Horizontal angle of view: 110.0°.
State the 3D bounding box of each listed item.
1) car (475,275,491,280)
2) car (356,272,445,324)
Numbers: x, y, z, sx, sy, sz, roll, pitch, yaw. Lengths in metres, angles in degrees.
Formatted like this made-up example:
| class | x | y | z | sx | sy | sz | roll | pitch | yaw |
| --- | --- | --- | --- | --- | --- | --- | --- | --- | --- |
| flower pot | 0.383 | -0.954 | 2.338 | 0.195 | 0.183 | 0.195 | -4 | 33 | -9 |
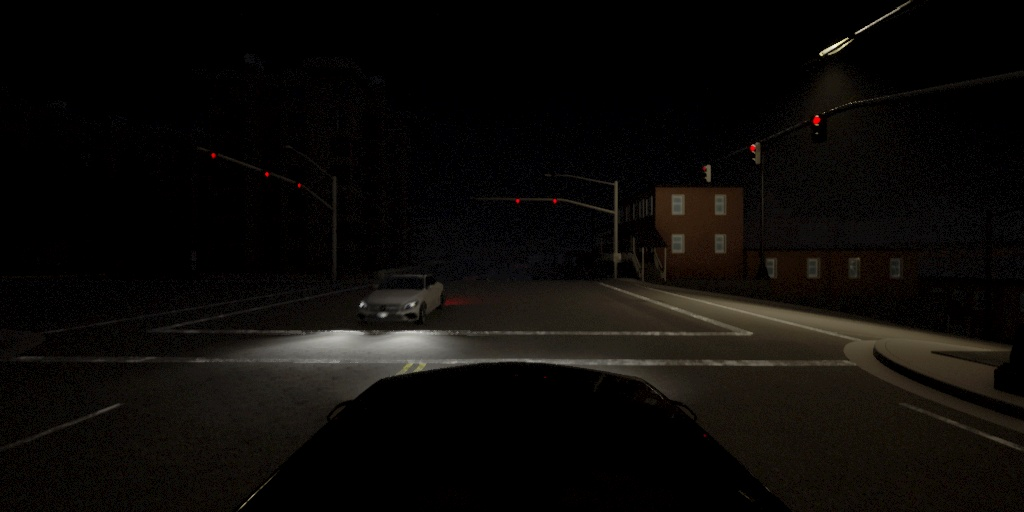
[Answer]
| class | x | y | z | sx | sy | sz | roll | pitch | yaw |
| --- | --- | --- | --- | --- | --- | --- | --- | --- | --- |
| car | -3.476 | 3.113 | 44.378 | 1.812 | 1.442 | 4.674 | 0 | -10 | 0 |
| car | -3.452 | 1.291 | 11.969 | 1.812 | 1.442 | 4.674 | 0 | 1 | 0 |
